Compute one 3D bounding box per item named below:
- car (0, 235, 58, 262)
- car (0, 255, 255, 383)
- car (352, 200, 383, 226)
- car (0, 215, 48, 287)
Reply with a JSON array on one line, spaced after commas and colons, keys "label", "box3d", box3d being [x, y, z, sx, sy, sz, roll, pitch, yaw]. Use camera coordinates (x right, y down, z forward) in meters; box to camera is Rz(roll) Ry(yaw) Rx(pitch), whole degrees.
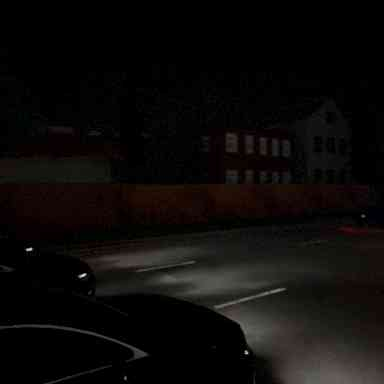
[{"label": "car", "box3d": [-4.019, 1.497, 5.179, 4.902, 1.511, 2.128, -1, 1, -35]}, {"label": "car", "box3d": [-1.624, 1.505, 2.588, 4.892, 1.490, 1.837, -1, 1, -35]}, {"label": "car", "box3d": [12.063, 1.236, 20.950, 5.008, 1.535, 1.882, -1, 1, -35]}, {"label": "car", "box3d": [-6.267, 1.499, 7.875, 4.902, 1.511, 2.128, -1, 1, -35]}]
